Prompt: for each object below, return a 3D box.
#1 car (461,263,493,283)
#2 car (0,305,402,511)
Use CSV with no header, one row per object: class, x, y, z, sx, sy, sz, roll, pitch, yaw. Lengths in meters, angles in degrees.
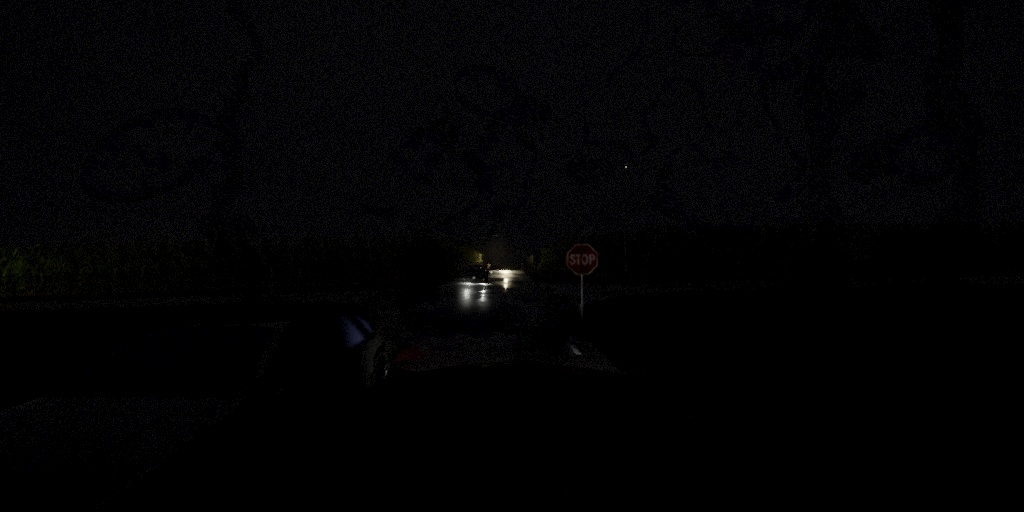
car,-2.828,1.431,28.691,1.994,1.385,4.181,0,0,0
car,-2.756,1.297,3.817,2.033,1.411,5.357,0,0,0
